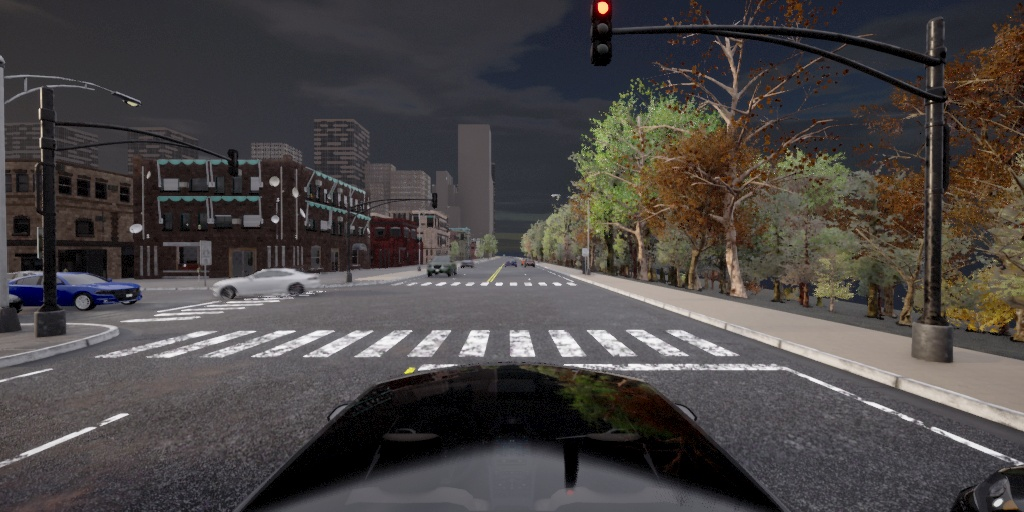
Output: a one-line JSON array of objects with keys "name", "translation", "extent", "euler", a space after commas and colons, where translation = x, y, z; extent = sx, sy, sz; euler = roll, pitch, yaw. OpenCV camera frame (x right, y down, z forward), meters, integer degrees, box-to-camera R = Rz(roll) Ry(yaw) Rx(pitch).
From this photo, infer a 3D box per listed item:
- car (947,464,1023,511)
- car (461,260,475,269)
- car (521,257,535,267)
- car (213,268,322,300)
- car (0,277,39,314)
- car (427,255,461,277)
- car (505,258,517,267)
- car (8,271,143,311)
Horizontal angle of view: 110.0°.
[{"name": "car", "translation": [3.364, 1.314, 0.164], "extent": [1.994, 1.385, 4.181], "euler": [0, 0, -1]}, {"name": "car", "translation": [-6.857, 1.278, 55.691], "extent": [2.033, 1.411, 5.357], "euler": [0, 0, 0]}, {"name": "car", "translation": [3.041, 1.231, 63.203], "extent": [1.837, 1.490, 4.892], "euler": [0, 0, 0]}, {"name": "car", "translation": [-12.501, 1.359, 18.588], "extent": [4.674, 1.442, 1.812], "euler": [-2, 2, -20]}, {"name": "car", "translation": [-20.000, 1.565, 12.480], "extent": [4.313, 1.339, 1.948], "euler": [0, 0, 0]}, {"name": "car", "translation": [-6.767, 0.961, 35.164], "extent": [2.150, 2.045, 5.566], "euler": [0, 0, 0]}, {"name": "car", "translation": [-0.214, 1.078, 63.986], "extent": [2.097, 1.767, 4.553], "euler": [0, 0, 0]}, {"name": "car", "translation": [-18.753, 1.435, 15.196], "extent": [5.008, 1.535, 1.882], "euler": [-1, 1, -1]}]
